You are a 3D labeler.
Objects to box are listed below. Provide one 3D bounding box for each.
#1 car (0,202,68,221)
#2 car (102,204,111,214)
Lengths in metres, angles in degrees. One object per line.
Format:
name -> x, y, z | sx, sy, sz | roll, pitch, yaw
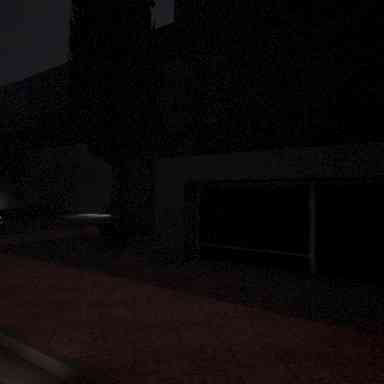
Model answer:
car -> -13.044, 1.555, 27.610 | 2.033, 1.411, 5.357 | 0, 0, 36
car -> -7.388, 1.534, 35.451 | 1.812, 1.442, 4.674 | 0, 0, 36
